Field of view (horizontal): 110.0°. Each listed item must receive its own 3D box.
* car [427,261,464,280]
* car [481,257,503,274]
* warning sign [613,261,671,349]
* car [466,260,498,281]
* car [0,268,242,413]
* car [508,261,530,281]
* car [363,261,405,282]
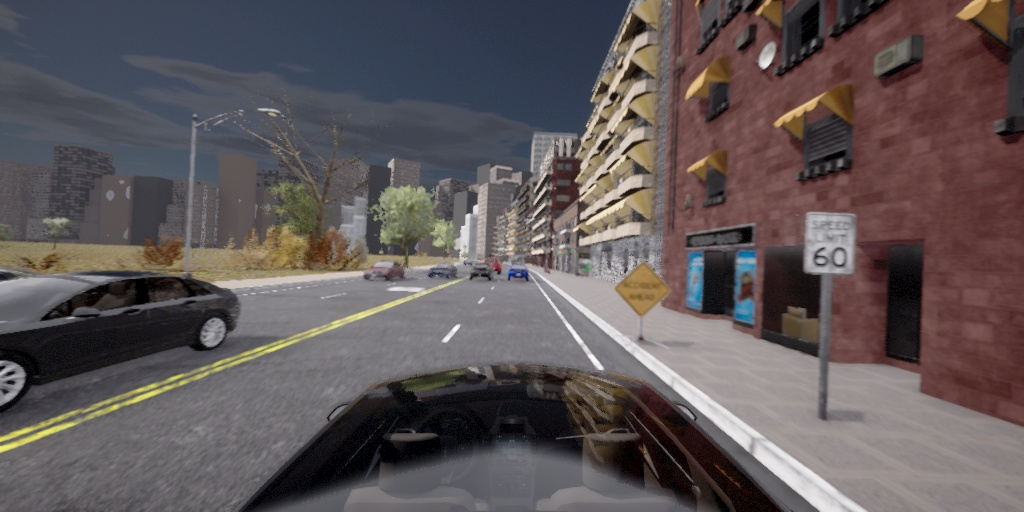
[{"bbox_3d":[-6.021,1.277,31.881,2.033,1.411,5.357,2,0,2],"label":"car"},{"bbox_3d":[-2.428,1.212,45.626,2.150,2.045,5.566,2,0,1],"label":"car"},{"bbox_3d":[2.906,1.039,8.159,1.300,1.860,1.060,0,0,1],"label":"warning sign"},{"bbox_3d":[-2.656,1.384,32.617,1.837,1.490,4.892,2,0,1],"label":"car"},{"bbox_3d":[-6.547,1.005,5.415,1.837,1.490,4.892,2,0,1],"label":"car"},{"bbox_3d":[0.621,1.504,33.888,1.882,1.535,5.008,2,-1,1],"label":"car"},{"bbox_3d":[-9.393,1.074,26.841,1.812,1.442,4.674,2,0,1],"label":"car"}]
